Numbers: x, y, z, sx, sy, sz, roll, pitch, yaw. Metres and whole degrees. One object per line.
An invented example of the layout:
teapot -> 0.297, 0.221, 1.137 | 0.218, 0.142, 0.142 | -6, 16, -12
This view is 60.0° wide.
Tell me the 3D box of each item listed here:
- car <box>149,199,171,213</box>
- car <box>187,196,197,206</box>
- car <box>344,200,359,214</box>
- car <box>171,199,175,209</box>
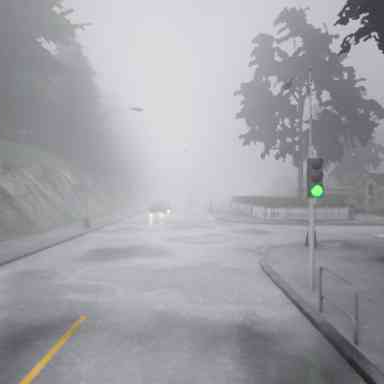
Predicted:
car -> -4.059, 1.862, 40.839 | 1.994, 1.385, 4.181 | 0, 0, 0
car -> 0.048, 2.012, 66.685 | 1.812, 1.442, 4.674 | 0, 0, 0
car -> 15.812, 1.557, 35.150 | 1.994, 1.381, 4.181 | 0, 0, 0
car -> -4.050, 1.931, 50.280 | 1.994, 1.385, 4.181 | 0, 0, 0
